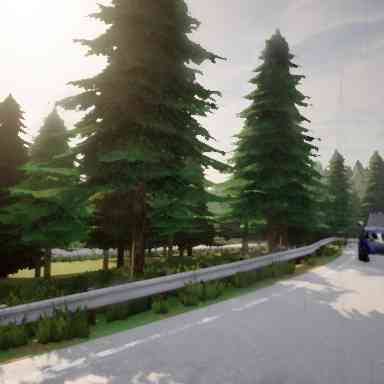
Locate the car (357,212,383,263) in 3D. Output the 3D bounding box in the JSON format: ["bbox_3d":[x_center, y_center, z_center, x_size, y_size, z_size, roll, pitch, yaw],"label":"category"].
[{"bbox_3d":[8.341,1.860,14.028,2.150,2.045,5.566,1,-4,28],"label":"car"}]
